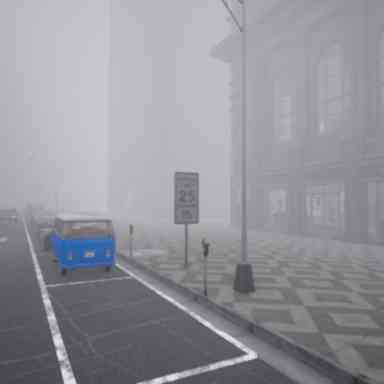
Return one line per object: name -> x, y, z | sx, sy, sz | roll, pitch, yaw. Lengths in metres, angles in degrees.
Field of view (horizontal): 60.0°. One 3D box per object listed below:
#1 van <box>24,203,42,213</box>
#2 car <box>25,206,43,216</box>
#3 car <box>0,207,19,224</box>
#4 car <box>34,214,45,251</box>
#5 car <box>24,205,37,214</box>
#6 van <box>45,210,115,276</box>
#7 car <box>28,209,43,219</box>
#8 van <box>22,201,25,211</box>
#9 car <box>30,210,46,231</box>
van -> -18.903, 2.318, 40.024 | 1.690, 1.788, 3.998 | 1, -2, -28
car -> -13.877, 2.295, 30.433 | 2.008, 1.369, 4.403 | 1, -2, -28
car -> -17.986, 2.326, 32.437 | 2.033, 1.411, 5.357 | 1, -2, -27
car -> -6.335, 1.964, 16.055 | 1.947, 1.339, 4.313 | 1, -2, -28
car -> -26.525, 2.858, 54.548 | 1.752, 1.417, 4.829 | 1, -2, -28
van -> -3.819, 1.625, 11.269 | 1.690, 1.788, 3.998 | 1, -2, -28
car -> -11.363, 2.210, 25.640 | 1.802, 1.307, 4.206 | 1, -2, -28
van -> -23.932, 2.553, 49.610 | 1.690, 1.788, 3.998 | 1, -2, -28
car -> -8.849, 2.058, 20.848 | 1.887, 1.381, 4.507 | 1, -2, -28
